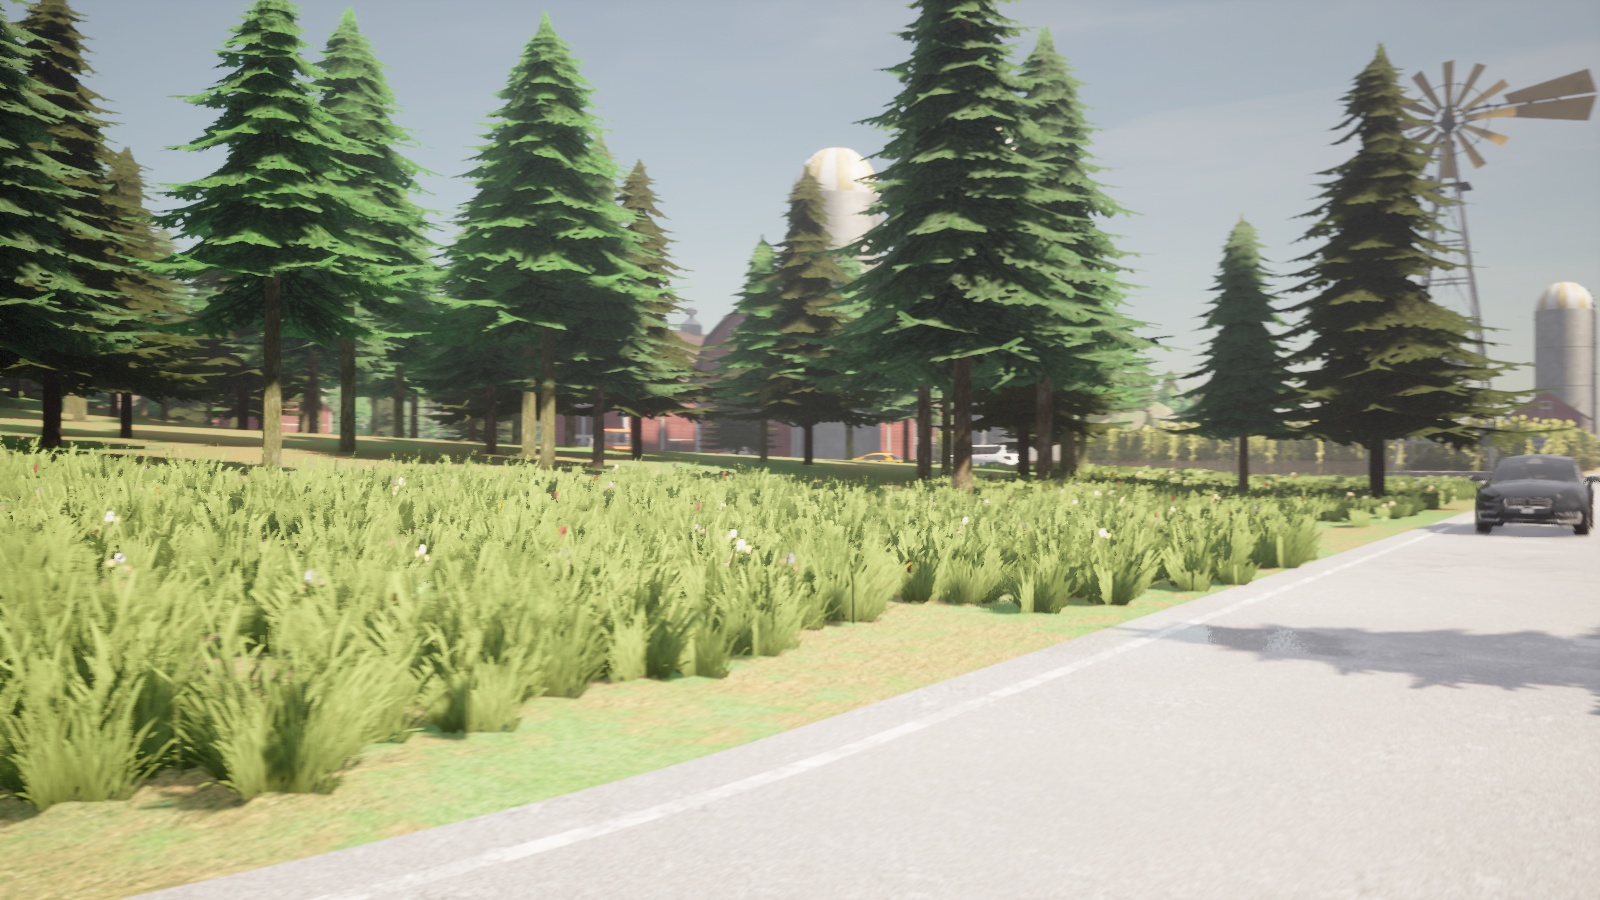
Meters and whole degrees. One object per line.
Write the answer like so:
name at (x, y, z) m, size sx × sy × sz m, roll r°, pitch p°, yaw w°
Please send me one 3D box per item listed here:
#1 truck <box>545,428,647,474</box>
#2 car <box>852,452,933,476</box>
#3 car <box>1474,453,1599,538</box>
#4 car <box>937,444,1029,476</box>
truck at (-15.749, 0.084, 96.684) m, size 7.936 × 3.462 × 2.891 m, roll 0°, pitch 0°, yaw 35°
car at (5.985, 0.907, 81.664) m, size 5.008 × 1.535 × 1.882 m, roll 0°, pitch 0°, yaw 35°
car at (14.519, 0.805, 24.574) m, size 1.837 × 1.490 × 4.892 m, roll 0°, pitch 0°, yaw 34°
car at (11.879, 0.629, 81.846) m, size 5.566 × 2.045 × 2.150 m, roll 0°, pitch 0°, yaw 35°
